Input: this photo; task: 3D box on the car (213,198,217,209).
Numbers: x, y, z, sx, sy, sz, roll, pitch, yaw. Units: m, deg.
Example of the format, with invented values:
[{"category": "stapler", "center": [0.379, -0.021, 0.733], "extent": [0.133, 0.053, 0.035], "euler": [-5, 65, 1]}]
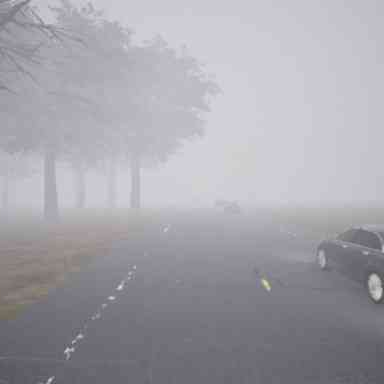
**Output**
[{"category": "car", "center": [4.099, 1.602, 48.167], "extent": [1.882, 1.535, 5.008], "euler": [0, 0, 1]}]

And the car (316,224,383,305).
[{"category": "car", "center": [4.632, 1.548, 8.140], "extent": [1.837, 1.490, 4.892], "euler": [1, 0, 1]}]

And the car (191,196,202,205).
[{"category": "car", "center": [0.825, 1.553, 66.245], "extent": [2.097, 1.767, 4.553], "euler": [1, 0, 1]}]

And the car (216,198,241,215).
[{"category": "car", "center": [3.983, 1.618, 34.629], "extent": [2.033, 1.411, 5.357], "euler": [1, 0, 1]}]
